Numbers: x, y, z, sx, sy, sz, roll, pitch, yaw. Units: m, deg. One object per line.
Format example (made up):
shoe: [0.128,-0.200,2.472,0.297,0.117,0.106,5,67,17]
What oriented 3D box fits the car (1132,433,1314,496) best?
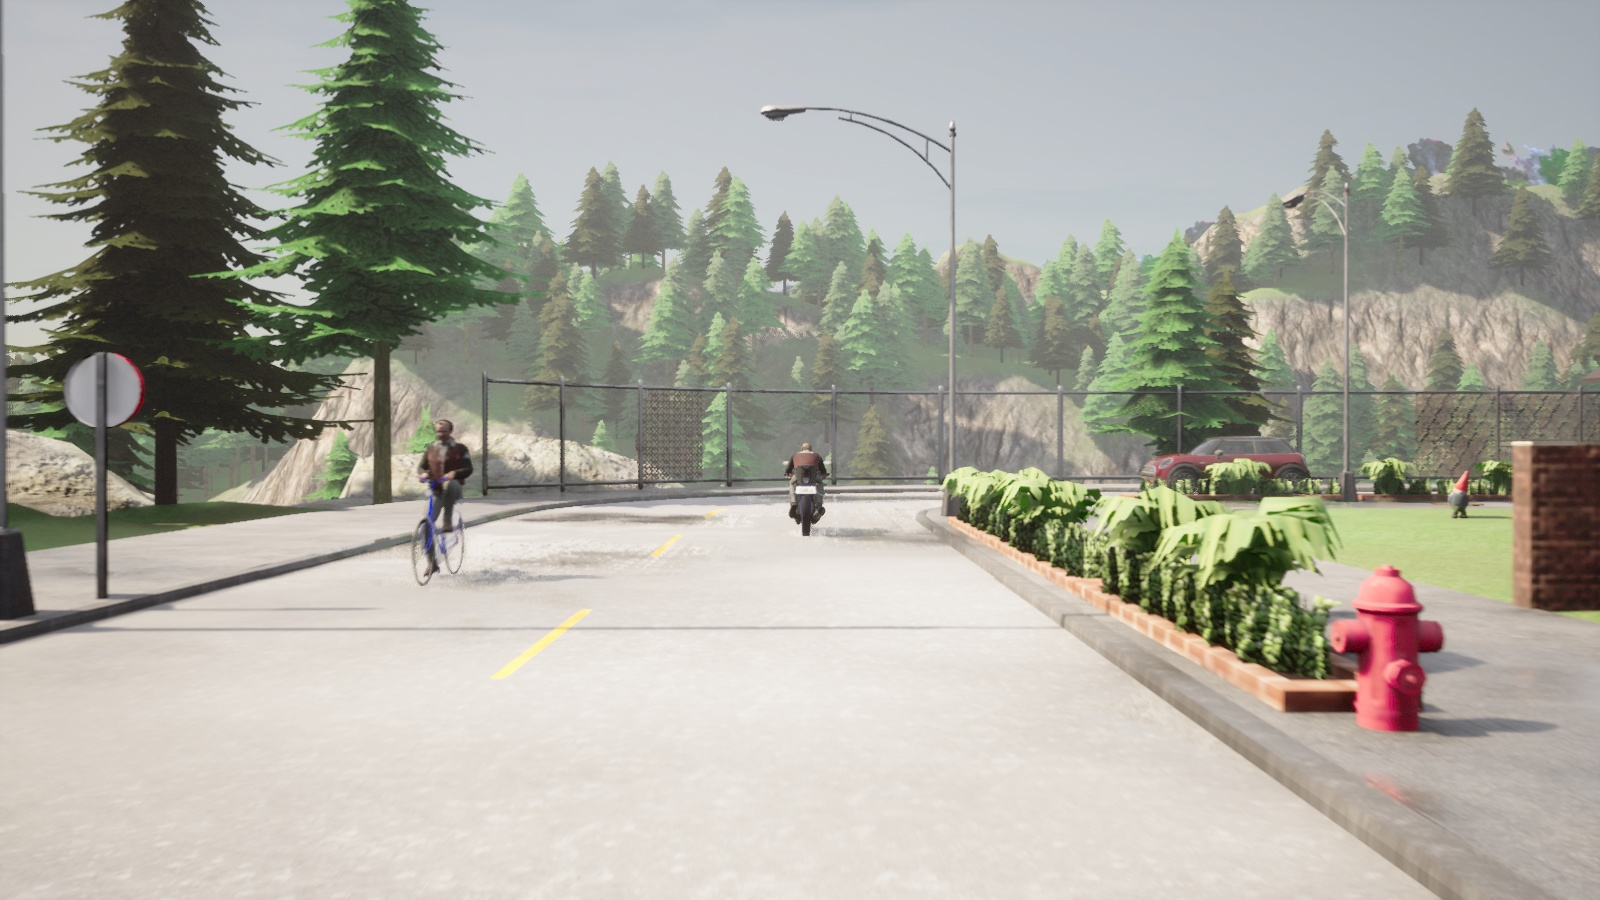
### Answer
car: [12.115,0.410,36.195,4.553,1.767,2.097,0,0,0]

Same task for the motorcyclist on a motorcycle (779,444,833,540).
motorcyclist on a motorcycle: [0.110,0.662,21.187,0.866,1.530,2.191,0,0,1]

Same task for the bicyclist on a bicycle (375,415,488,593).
bicyclist on a bicycle: [-3.919,0.538,13.484,0.659,1.776,1.843,0,0,0]
